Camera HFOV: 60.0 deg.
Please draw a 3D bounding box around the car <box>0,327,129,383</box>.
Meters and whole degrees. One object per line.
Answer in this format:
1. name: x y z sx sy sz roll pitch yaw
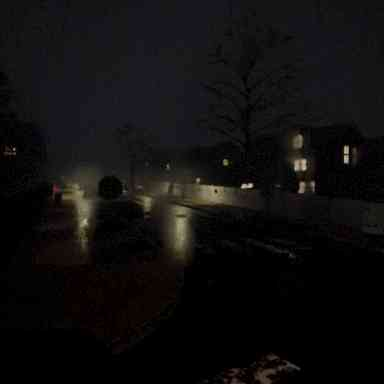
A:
1. car: -2.547 1.498 1.125 4.902 1.511 2.128 1 -1 -34
